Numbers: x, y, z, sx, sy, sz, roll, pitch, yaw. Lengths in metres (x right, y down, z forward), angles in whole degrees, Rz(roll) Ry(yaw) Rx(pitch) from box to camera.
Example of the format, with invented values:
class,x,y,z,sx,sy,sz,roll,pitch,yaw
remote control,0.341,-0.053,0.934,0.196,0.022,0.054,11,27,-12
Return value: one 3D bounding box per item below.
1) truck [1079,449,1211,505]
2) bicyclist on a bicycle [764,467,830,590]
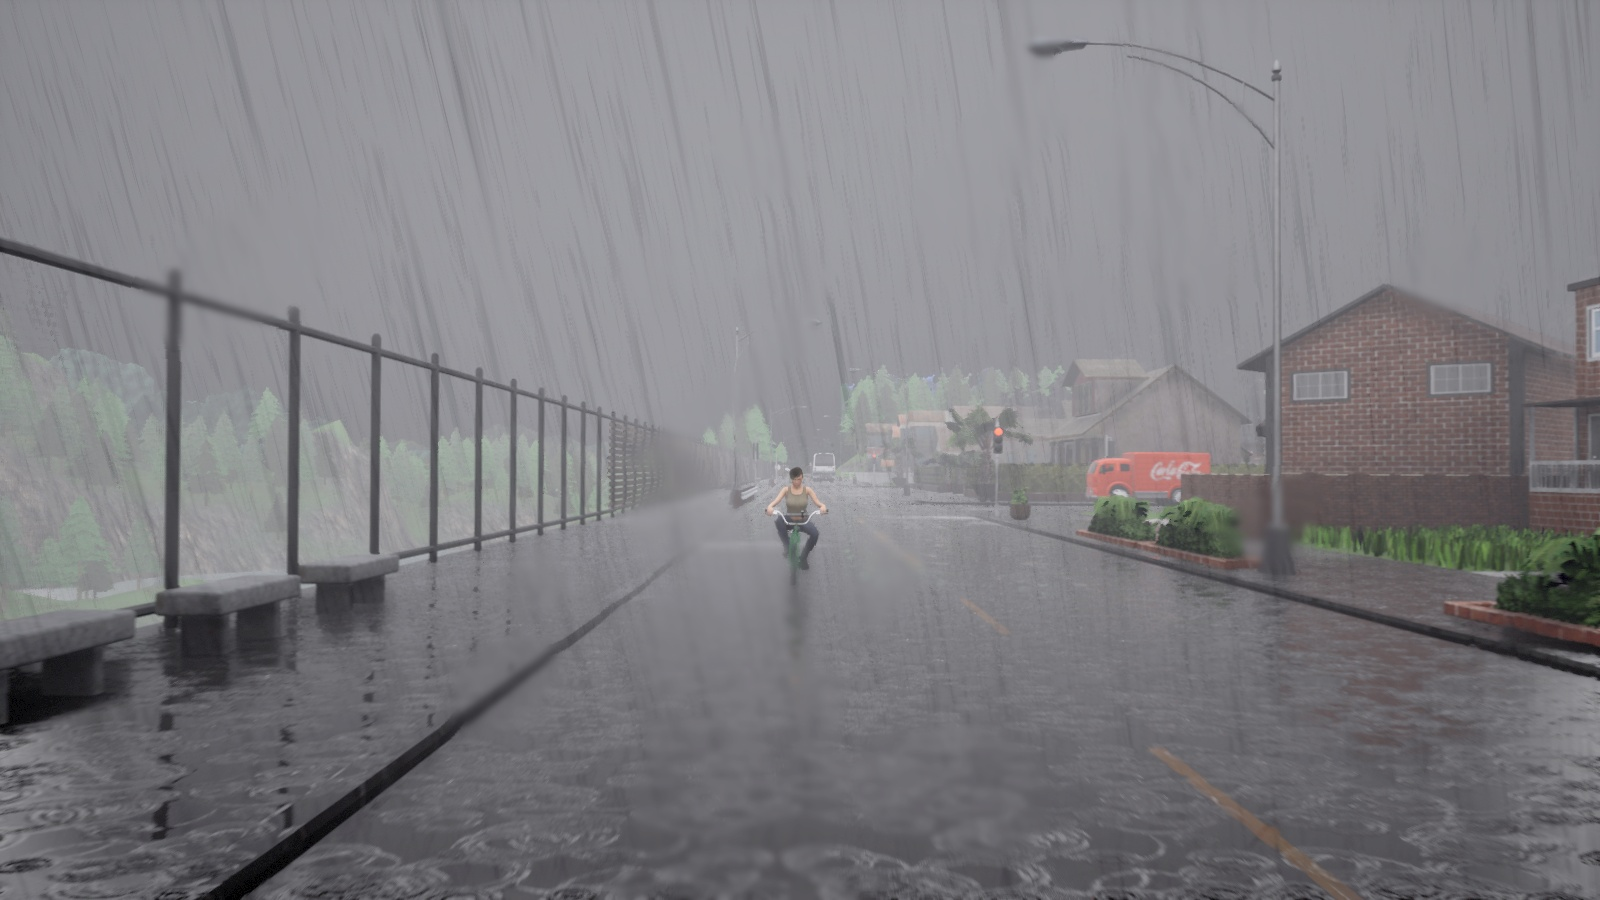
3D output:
class,x,y,z,sx,sy,sz,roll,pitch,yaw
truck,15.554,1.217,56.832,5.204,2.467,2.627,0,-1,0
bicyclist on a bicycle,-0.037,1.039,17.178,0.866,1.612,1.509,0,-1,0
